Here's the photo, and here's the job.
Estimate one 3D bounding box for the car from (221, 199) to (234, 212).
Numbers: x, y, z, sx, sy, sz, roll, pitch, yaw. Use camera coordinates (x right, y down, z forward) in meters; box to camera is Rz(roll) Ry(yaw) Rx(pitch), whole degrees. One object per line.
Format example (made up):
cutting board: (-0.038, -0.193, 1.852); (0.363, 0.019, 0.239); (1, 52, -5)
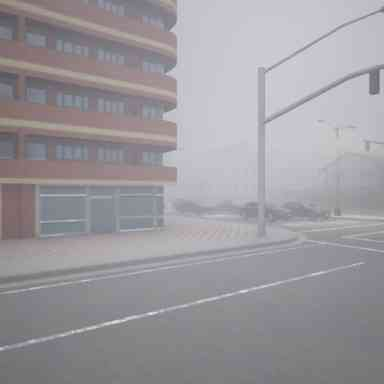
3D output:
car: (4.329, 1.526, 35.072); (1.812, 1.442, 4.674); (0, 0, -34)

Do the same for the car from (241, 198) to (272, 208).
car: (9.372, 1.564, 48.358); (1.994, 1.385, 4.181); (0, 0, -35)

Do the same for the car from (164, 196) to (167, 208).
car: (-5.407, 1.547, 43.025); (2.033, 1.411, 5.357); (0, 0, -34)

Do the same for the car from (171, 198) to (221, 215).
car: (0.306, 1.545, 34.726); (2.033, 1.411, 5.357); (0, 0, -34)

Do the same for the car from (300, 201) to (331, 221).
car: (9.264, 1.526, 27.901); (1.812, 1.442, 4.674); (0, 0, -34)

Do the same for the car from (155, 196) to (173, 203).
car: (-5.988, 1.562, 70.631); (1.994, 1.385, 4.181); (0, 0, -35)

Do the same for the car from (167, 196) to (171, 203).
car: (-0.854, 1.505, 42.582); (1.837, 1.490, 4.892); (0, 0, -35)

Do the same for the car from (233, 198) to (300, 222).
car: (5.828, 1.505, 26.696); (1.837, 1.490, 4.892); (0, 0, -34)
